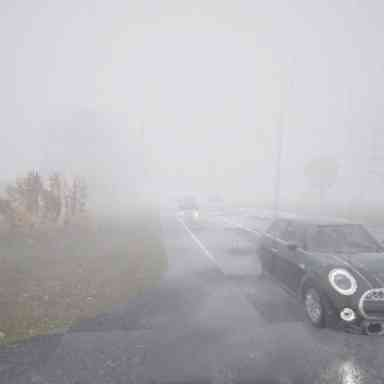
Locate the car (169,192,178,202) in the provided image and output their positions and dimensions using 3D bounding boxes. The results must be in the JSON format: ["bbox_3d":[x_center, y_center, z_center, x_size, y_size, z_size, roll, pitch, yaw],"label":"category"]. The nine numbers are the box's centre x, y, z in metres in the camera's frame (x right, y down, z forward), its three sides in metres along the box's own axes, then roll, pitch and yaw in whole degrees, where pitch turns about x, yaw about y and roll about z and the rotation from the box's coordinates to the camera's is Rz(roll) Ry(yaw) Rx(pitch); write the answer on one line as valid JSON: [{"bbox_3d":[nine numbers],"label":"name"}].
[{"bbox_3d":[-3.445,1.221,66.024,1.882,1.535,5.008,0,1,-3],"label":"car"}]

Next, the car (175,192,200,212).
[{"bbox_3d":[-0.420,1.220,37.439,2.097,1.767,4.553,0,0,-6],"label":"car"}]

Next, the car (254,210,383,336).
[{"bbox_3d":[2.881,1.355,7.027,2.097,1.767,4.553,0,0,-6],"label":"car"}]

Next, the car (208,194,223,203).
[{"bbox_3d":[4.233,1.089,59.589,2.097,1.767,4.553,0,0,-6],"label":"car"}]
